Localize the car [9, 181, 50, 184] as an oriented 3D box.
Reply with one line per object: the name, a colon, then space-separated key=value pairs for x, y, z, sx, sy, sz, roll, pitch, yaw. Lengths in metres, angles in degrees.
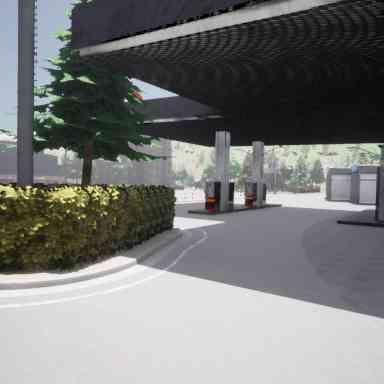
car: x=-17.290 y=-0.178 z=35.168 sx=3.866 sy=1.878 sz=1.905 roll=2 pitch=2 yaw=35

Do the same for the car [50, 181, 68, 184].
car: x=-26.895 y=-1.257 z=65.394 sx=3.866 sy=1.878 sz=1.905 roll=2 pitch=2 yaw=35

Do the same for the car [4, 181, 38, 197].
car: x=-21.836 y=-0.463 z=42.376 sx=4.605 sy=1.855 sz=1.932 roll=2 pitch=2 yaw=35

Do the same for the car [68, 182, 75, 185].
car: x=-25.562 y=-1.284 z=68.009 sx=4.605 sy=1.855 sz=1.932 roll=2 pitch=2 yaw=35
